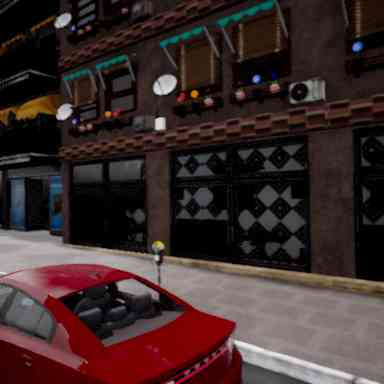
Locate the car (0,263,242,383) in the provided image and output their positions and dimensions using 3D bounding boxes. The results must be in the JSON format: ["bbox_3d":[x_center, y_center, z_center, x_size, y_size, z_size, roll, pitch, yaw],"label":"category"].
[{"bbox_3d":[-1.627,1.531,3.906,4.507,1.381,1.887,0,-1,36],"label":"car"}]
